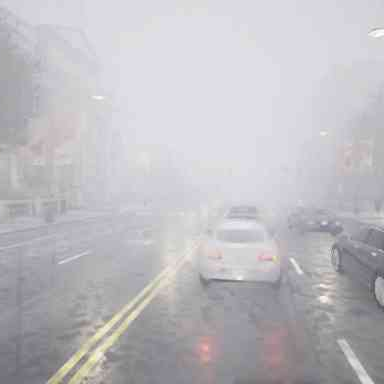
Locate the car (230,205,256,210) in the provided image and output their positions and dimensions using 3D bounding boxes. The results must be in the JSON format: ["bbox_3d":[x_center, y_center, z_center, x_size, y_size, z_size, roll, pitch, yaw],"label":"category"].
[{"bbox_3d":[2.826,1.400,18.379,2.033,1.411,5.357,0,0,9],"label":"car"}]

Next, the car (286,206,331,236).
[{"bbox_3d":[6.239,1.417,17.399,2.033,1.411,5.357,0,0,7],"label":"car"}]

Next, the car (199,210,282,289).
[{"bbox_3d":[1.295,1.453,8.958,1.812,1.442,4.674,0,0,8],"label":"car"}]

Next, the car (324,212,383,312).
[{"bbox_3d":[4.595,1.454,7.404,1.837,1.490,4.892,0,1,8],"label":"car"}]
